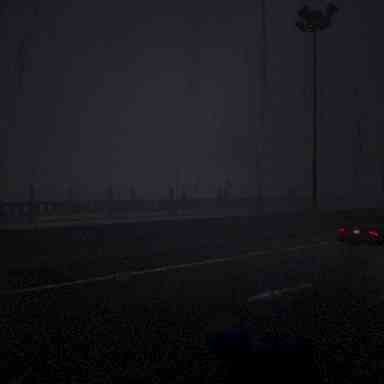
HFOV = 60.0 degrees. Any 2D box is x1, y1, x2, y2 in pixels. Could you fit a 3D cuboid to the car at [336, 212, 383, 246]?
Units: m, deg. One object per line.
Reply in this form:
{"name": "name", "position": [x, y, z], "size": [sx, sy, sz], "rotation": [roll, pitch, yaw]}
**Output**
{"name": "car", "position": [8.269, 1.563, 14.066], "size": [5.357, 1.411, 2.033], "rotation": [0, 0, -35]}
